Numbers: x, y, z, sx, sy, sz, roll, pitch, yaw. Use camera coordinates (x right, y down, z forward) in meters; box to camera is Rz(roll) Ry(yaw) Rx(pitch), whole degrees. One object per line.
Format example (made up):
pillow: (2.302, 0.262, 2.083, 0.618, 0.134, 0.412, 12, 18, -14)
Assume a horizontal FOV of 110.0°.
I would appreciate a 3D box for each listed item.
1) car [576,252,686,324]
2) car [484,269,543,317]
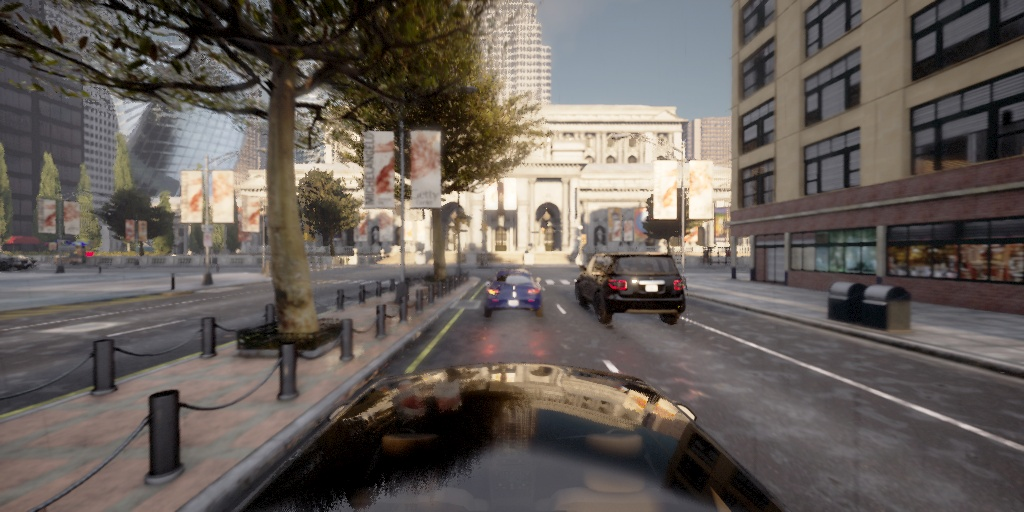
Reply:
car: (3.556, 0.879, 11.745, 2.150, 2.045, 5.566, 0, 1, 1)
car: (0.063, 1.176, 12.545, 1.812, 1.442, 4.674, 0, 0, 0)
